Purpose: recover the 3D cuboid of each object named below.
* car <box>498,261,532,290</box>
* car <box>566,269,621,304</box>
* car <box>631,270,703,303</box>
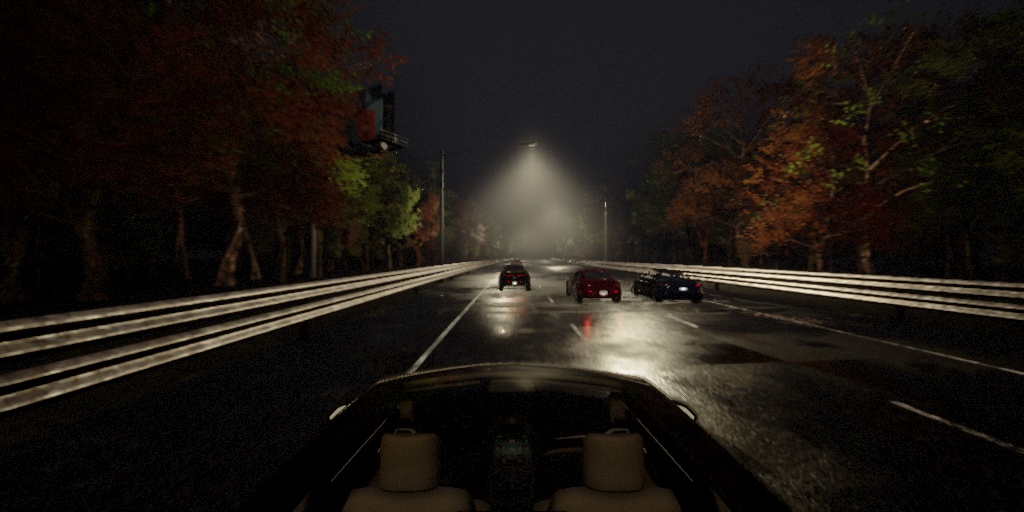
[{"bbox_3d":[0.183,1.284,22.890,1.837,1.490,4.892,0,0,1],"label":"car"},{"bbox_3d":[3.632,1.300,16.443,1.812,1.442,4.674,0,0,0],"label":"car"},{"bbox_3d":[7.137,1.343,16.900,1.994,1.385,4.181,0,0,0],"label":"car"}]
